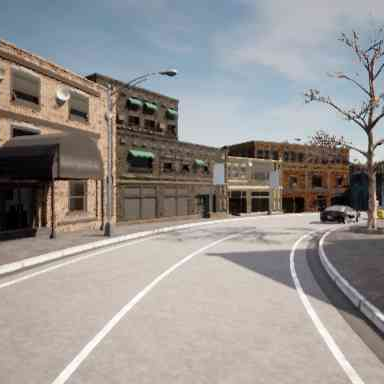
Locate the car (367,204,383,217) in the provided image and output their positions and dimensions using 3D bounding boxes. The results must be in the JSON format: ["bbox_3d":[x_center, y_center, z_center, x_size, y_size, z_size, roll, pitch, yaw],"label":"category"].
[{"bbox_3d":[20.183,2.032,34.319,5.366,1.575,1.801,1,0,-32],"label":"car"}]

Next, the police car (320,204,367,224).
[{"bbox_3d":[12.807,1.836,28.483,1.930,1.638,5.238,0,-1,45],"label":"police car"}]
